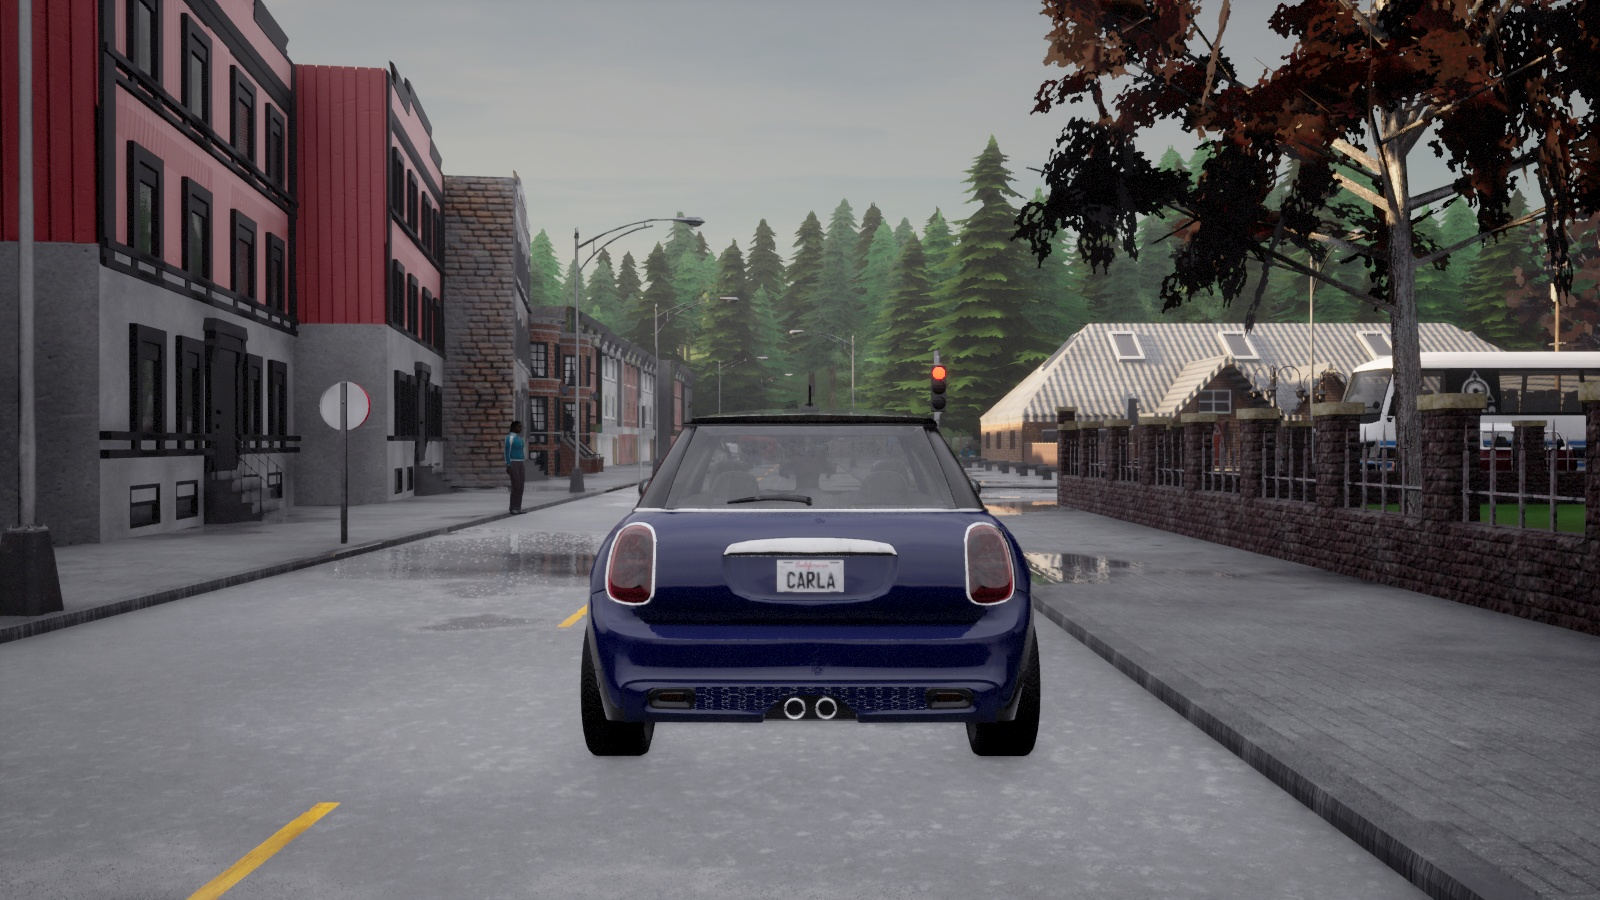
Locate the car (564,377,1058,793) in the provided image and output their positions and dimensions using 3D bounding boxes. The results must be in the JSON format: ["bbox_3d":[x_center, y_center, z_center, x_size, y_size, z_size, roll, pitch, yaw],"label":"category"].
[{"bbox_3d":[0.057,0.562,7.614,2.097,1.767,4.553,0,0,0],"label":"car"}]

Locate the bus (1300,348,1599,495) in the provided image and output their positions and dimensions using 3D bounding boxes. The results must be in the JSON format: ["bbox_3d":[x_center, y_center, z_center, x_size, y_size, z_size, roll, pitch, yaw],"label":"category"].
[{"bbox_3d":[21.245,-0.830,38.441,10.273,4.253,3.944,0,0,0],"label":"bus"}]

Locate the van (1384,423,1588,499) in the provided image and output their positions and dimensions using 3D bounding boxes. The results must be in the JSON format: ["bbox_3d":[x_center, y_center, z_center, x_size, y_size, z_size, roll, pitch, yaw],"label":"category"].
[{"bbox_3d":[18.721,0.291,34.419,4.480,2.038,2.069,0,0,-1],"label":"van"}]

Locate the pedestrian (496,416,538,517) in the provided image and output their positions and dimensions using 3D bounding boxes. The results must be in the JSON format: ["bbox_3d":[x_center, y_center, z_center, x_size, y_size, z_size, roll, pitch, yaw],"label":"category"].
[{"bbox_3d":[-5.528,0.317,24.528,0.692,1.930,0.396,0,0,27],"label":"pedestrian"}]
